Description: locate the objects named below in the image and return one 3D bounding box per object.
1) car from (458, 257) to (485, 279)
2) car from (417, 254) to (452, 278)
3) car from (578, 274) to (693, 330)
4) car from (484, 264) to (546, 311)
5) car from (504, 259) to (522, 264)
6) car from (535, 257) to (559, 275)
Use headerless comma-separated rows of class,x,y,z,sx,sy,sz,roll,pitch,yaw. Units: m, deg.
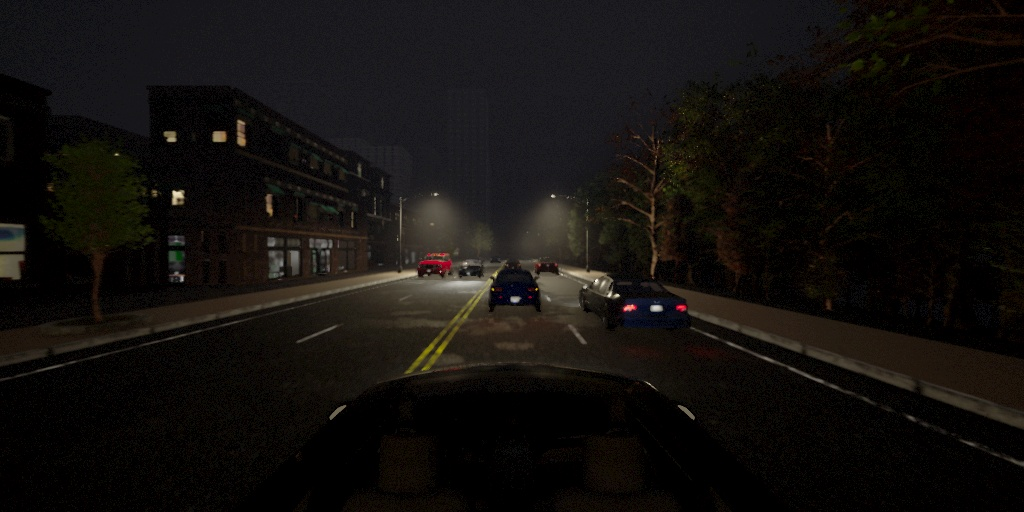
car,-3.343,1.080,30.226,2.128,1.511,4.902,0,0,0
car,-6.593,0.803,31.203,2.150,2.045,5.566,0,0,0
car,3.352,1.247,10.832,2.033,1.411,5.357,0,0,0
car,0.097,1.207,13.875,1.812,1.442,4.674,0,1,0
car,0.099,1.059,39.825,1.812,1.442,4.674,0,0,0
car,3.347,0.909,35.612,2.097,1.767,4.553,0,0,0
